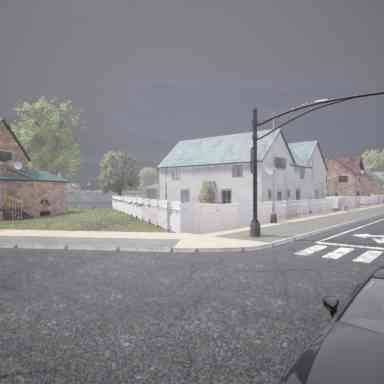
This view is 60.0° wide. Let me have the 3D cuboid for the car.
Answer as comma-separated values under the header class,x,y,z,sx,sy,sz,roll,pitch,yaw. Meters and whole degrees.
class,x,y,z,sx,sy,sz,roll,pitch,yaw
car,2.526,1.524,3.407,1.812,1.442,4.674,0,0,42
